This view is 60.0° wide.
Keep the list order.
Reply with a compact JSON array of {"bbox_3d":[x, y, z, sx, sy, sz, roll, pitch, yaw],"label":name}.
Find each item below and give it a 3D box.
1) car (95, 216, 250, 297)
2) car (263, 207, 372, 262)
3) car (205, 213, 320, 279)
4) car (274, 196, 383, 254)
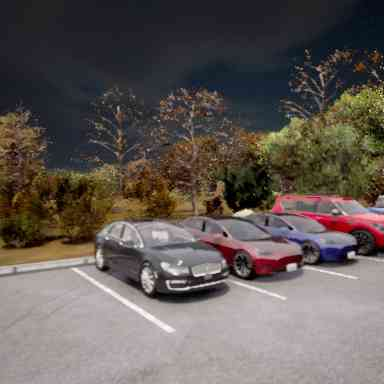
[{"bbox_3d":[-1.072,1.476,8.839,2.231,1.521,4.892,0,0,-35],"label":"car"},{"bbox_3d":[3.447,1.499,12.014,2.163,1.488,4.792,0,0,-35],"label":"car"},{"bbox_3d":[1.147,1.502,10.375,2.163,1.488,4.792,0,0,-35],"label":"car"},{"bbox_3d":[5.746,1.215,13.653,2.435,2.045,5.566,0,0,-35],"label":"car"}]
